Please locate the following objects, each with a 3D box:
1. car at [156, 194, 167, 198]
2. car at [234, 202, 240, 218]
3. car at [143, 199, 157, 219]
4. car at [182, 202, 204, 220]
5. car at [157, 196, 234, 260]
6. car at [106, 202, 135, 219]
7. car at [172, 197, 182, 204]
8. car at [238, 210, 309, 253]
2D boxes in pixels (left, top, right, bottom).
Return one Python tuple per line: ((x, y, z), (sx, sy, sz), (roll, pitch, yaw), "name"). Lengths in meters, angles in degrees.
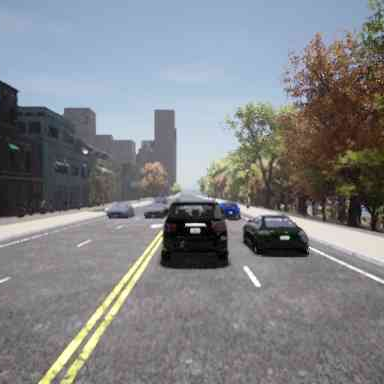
((-6.514, 1.562, 72.644), (2.150, 2.045, 5.566), (0, 0, 0), "car")
((3.345, 1.627, 31.141), (1.882, 1.535, 5.008), (0, 0, 0), "car")
((-3.354, 1.698, 31.506), (2.033, 1.411, 5.357), (0, 0, 0), "car")
((0.096, 1.672, 30.619), (1.812, 1.442, 4.674), (0, 0, 0), "car")
((0.098, 1.283, 12.775), (2.150, 2.045, 5.566), (0, 0, 0), "car")
((-6.604, 1.698, 31.508), (2.033, 1.411, 5.357), (0, 0, 0), "car")
((-3.264, 1.863, 72.673), (2.128, 1.511, 4.902), (0, 0, 0), "car")
((3.348, 1.631, 13.984), (1.994, 1.385, 4.181), (0, 0, 0), "car")
